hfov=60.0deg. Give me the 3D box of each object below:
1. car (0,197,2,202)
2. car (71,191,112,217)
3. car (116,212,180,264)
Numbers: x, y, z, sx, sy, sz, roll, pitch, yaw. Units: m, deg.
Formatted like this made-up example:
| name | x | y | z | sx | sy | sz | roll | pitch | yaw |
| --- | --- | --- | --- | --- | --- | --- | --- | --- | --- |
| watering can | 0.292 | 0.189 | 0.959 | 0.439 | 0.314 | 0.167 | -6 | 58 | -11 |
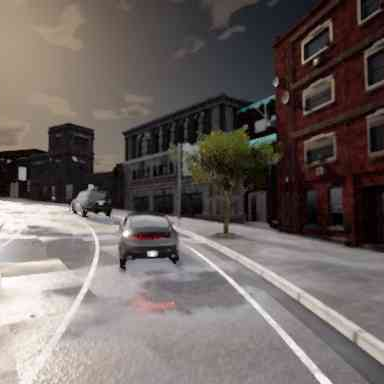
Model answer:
| name | x | y | z | sx | sy | sz | roll | pitch | yaw |
| --- | --- | --- | --- | --- | --- | --- | --- | --- | --- |
| car | -24.398 | 0.520 | 38.959 | 5.357 | 1.411 | 2.033 | 3 | -1 | 35 |
| car | -8.254 | 0.917 | 27.255 | 2.150 | 2.045 | 5.566 | 2 | 0 | -32 |
| car | -1.634 | 1.447 | 11.664 | 1.837 | 1.490 | 4.892 | 1 | 1 | -13 |
